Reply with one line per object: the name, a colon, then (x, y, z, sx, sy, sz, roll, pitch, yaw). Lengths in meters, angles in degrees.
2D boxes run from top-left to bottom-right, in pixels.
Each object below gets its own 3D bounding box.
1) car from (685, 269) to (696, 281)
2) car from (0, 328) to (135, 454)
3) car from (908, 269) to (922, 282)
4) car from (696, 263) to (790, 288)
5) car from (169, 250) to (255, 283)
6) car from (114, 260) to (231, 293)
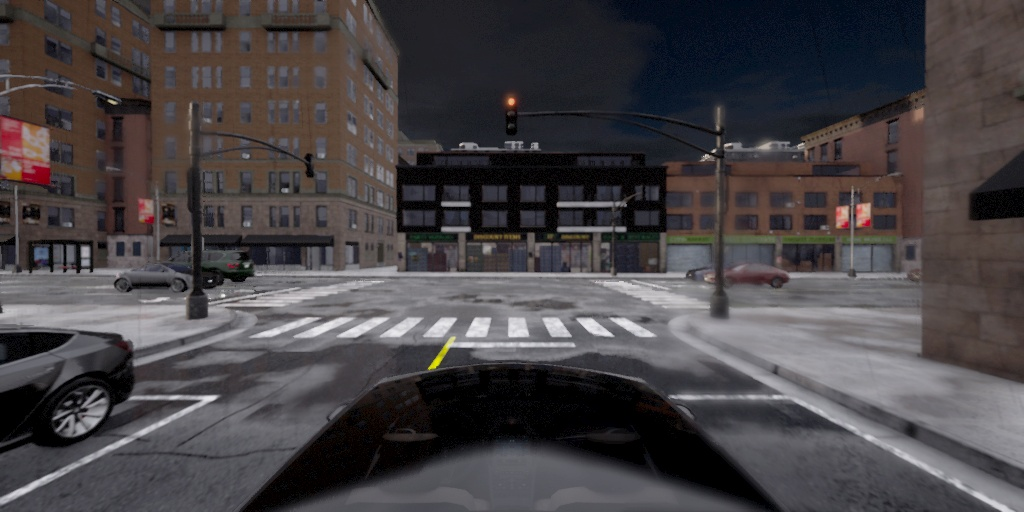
car: (14.392, 1.149, 24.889, 4.181, 1.385, 1.994, 0, 1, 0)
car: (-5.388, 1.307, 2.536, 1.948, 1.339, 4.313, 0, 0, 0)
car: (30.526, 1.195, 24.966, 4.674, 1.442, 1.812, 0, 1, -1)
car: (14.093, 1.143, 21.636, 4.674, 1.442, 1.812, 0, 1, 1)
car: (-18.662, 0.679, 21.557, 5.566, 2.045, 2.150, 0, 1, -2)
car: (-17.145, 1.066, 18.008, 4.181, 1.385, 1.994, 0, 1, 0)
